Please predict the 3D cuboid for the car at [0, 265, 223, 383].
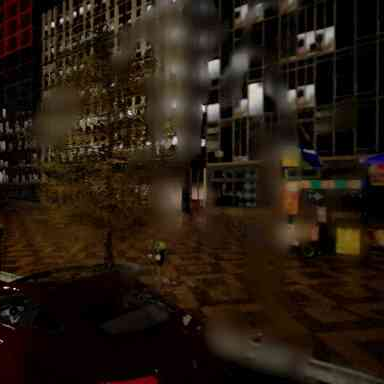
[{"bbox_3d":[-1.632,1.588,4.031,4.206,1.307,1.802,0,0,36],"label":"car"}]
